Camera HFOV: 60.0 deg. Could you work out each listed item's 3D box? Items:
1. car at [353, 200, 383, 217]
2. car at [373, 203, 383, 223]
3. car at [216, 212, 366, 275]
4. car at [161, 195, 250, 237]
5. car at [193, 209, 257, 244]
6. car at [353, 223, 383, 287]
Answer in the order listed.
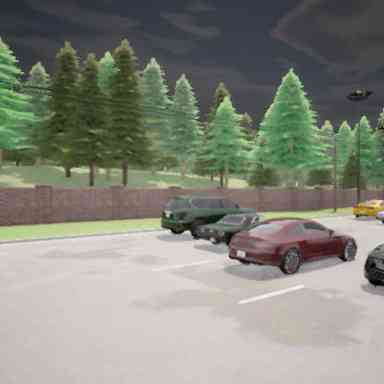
[{"bbox_3d":[15.438,1.418,27.665,5.008,1.535,1.882,0,0,-35],"label":"car"},{"bbox_3d":[14.834,1.548,22.946,4.718,1.301,1.895,0,0,-35],"label":"car"},{"bbox_3d":[3.220,1.508,10.378,4.674,1.442,1.812,0,0,-35],"label":"car"},{"bbox_3d":[1.039,1.198,17.403,5.566,2.045,2.150,0,0,-35],"label":"car"},{"bbox_3d":[2.621,1.579,14.237,4.718,1.301,1.895,0,0,-35],"label":"car"},{"bbox_3d":[6.066,1.544,8.100,4.181,1.385,1.994,0,0,-35],"label":"car"}]
